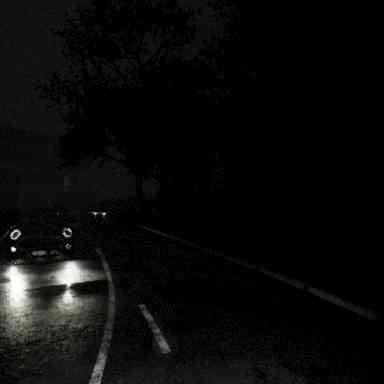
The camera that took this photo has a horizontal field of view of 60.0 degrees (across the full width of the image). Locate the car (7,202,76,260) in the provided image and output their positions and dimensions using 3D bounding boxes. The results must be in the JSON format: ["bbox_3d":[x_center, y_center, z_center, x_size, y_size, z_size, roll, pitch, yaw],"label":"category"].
[{"bbox_3d":[-5.606,1.378,12.747,2.097,1.767,4.553,0,0,-20],"label":"car"}]

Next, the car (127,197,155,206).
[{"bbox_3d":[-10.107,1.864,65.404,5.008,1.535,2.097,0,0,15],"label":"car"}]

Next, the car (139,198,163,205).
[{"bbox_3d":[-8.626,1.926,70.857,4.674,1.452,2.002,0,0,15],"label":"car"}]

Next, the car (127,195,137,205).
[{"bbox_3d":[-11.608,1.586,59.955,5.566,2.045,2.435,0,0,15],"label":"car"}]

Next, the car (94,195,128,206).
[{"bbox_3d":[-11.098,1.529,44.853,2.033,1.411,5.357,0,0,15],"label":"car"}]

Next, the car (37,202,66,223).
[{"bbox_3d":[-11.939,1.648,28.494,1.837,1.490,4.892,-1,0,-18],"label":"car"}]

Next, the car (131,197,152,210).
[{"bbox_3d":[-6.659,1.831,48.572,1.812,1.442,4.674,0,0,16],"label":"car"}]
